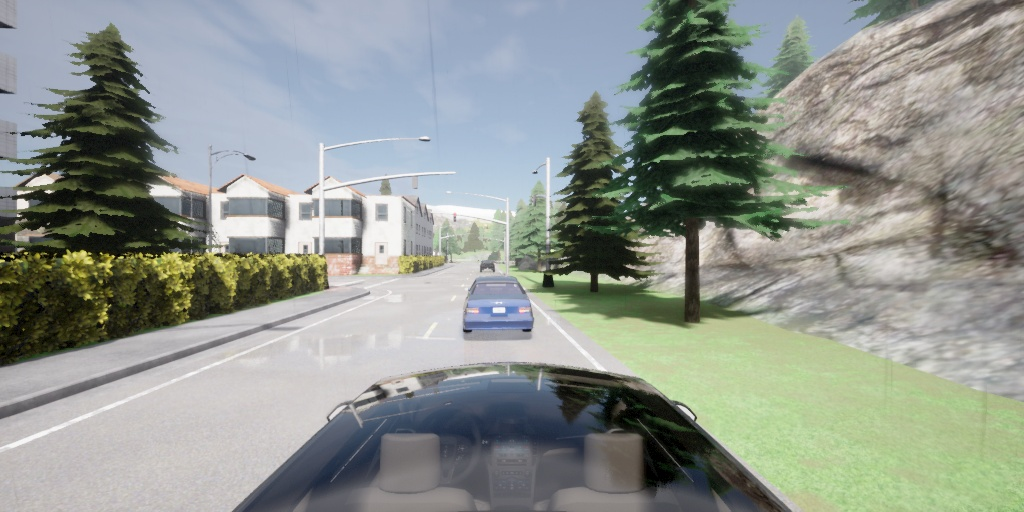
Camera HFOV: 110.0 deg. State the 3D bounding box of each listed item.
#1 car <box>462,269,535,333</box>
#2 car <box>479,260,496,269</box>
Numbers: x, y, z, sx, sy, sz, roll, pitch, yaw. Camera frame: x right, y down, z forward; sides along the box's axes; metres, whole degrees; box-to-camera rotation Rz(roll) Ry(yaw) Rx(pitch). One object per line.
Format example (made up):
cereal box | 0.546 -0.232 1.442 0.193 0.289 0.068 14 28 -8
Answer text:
car | -0.478 1.297 10.777 2.033 1.411 5.357 0 0 -4
car | -3.111 1.255 45.295 1.837 1.490 4.892 0 0 -4
